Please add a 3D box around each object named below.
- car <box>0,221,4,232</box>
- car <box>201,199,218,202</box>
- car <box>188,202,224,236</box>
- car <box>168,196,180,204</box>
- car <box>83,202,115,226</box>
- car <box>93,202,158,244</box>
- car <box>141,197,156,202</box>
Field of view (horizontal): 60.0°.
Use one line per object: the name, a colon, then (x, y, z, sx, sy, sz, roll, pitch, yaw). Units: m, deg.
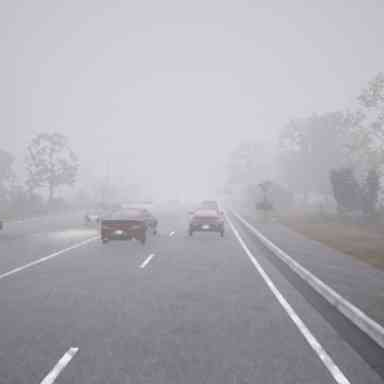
car: (-10.163, 1.585, 13.945, 1.895, 1.301, 4.718, 0, 0, 3)
car: (2.075, 1.519, 39.798, 2.128, 1.511, 4.902, 0, 0, 3)
car: (0.809, 1.539, 18.563, 1.812, 1.442, 4.674, 0, 0, 3)
car: (-3.454, 1.561, 65.898, 1.812, 1.442, 4.674, 0, 0, 4)
car: (-6.124, 1.491, 23.562, 2.128, 1.511, 4.902, 0, 0, 3)
car: (-2.846, 1.481, 15.967, 1.882, 1.535, 5.008, 0, 0, 3)
car: (-7.510, 1.576, 57.472, 1.994, 1.385, 4.181, 0, 0, 4)
